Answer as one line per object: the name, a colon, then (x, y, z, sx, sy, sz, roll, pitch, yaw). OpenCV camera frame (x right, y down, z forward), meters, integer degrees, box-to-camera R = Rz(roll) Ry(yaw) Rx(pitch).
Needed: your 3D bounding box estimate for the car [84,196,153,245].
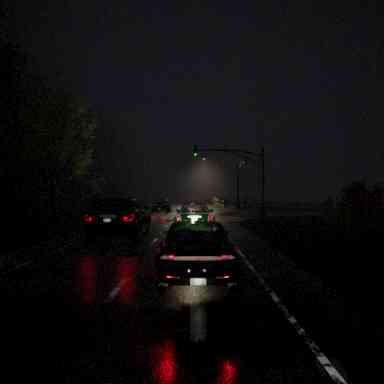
car: (-3.365, 1.225, 15.843, 2.150, 2.045, 5.566, 0, 0, 0)

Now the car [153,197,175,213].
car: (-3.333, 1.502, 36.363, 2.128, 1.511, 4.902, 0, 0, 0)

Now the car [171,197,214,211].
car: (0.133, 1.357, 18.501, 2.097, 1.767, 4.553, 0, 0, 0)

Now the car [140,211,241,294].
car: (0.116, 1.495, 8.779, 2.128, 1.511, 4.902, 0, 0, 0)

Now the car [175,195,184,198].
car: (-3.351, 1.532, 81.523, 2.128, 1.511, 4.902, 0, 0, 0)
